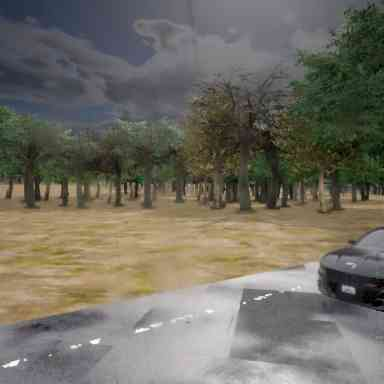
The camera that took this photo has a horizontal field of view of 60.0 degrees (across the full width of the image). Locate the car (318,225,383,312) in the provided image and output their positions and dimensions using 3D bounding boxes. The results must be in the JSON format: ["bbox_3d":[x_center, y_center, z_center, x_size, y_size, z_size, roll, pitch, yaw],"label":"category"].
[{"bbox_3d":[4.853,1.480,7.457,5.008,1.535,1.882,0,0,-36],"label":"car"}]
